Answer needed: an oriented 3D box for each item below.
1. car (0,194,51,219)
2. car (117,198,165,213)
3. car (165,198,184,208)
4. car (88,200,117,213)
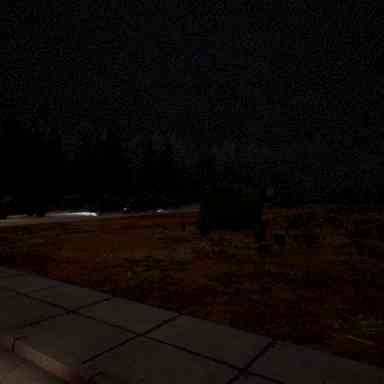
[{"bbox_3d":[-15.468,1.248,29.695,2.150,2.045,5.566,0,0,36],"label":"car"},{"bbox_3d":[-5.579,1.531,36.859,1.837,1.490,4.892,0,0,36],"label":"car"},{"bbox_3d":[-3.375,1.574,46.056,2.033,1.411,5.357,0,0,37],"label":"car"},{"bbox_3d":[-9.573,1.591,37.673,1.994,1.385,4.181,0,0,37],"label":"car"}]
